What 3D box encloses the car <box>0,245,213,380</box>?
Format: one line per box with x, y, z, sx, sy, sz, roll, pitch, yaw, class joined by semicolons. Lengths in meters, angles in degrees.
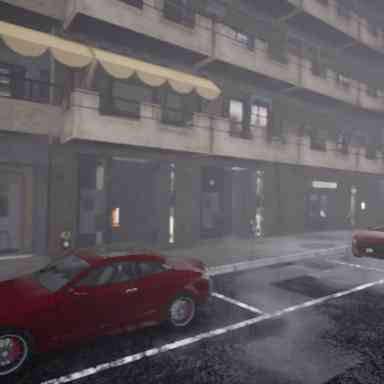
-1.555;1.593;5.434;4.206;1.307;1.802;0;1;-35;car

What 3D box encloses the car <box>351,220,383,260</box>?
7.476;1.626;11.878;4.507;1.381;1.887;0;1;-35;car
